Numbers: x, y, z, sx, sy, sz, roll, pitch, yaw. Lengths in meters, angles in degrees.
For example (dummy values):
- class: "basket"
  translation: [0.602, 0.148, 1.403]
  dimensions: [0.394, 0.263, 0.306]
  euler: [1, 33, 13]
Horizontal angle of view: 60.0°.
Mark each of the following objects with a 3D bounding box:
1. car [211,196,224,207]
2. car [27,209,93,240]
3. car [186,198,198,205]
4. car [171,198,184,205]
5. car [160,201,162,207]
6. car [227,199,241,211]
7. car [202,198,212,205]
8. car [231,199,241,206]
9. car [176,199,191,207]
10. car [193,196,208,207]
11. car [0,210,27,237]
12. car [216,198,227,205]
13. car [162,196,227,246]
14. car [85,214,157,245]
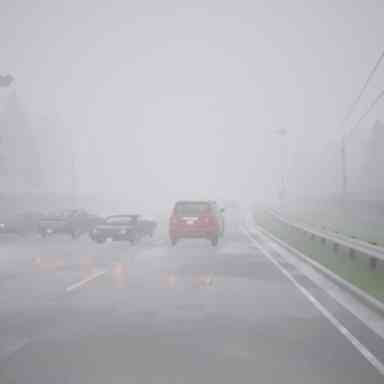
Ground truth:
- class: "car"
  translation: [5.193, 1.919, 66.840]
  dimensions: [2.150, 2.045, 5.566]
  euler: [0, -1, 10]
- class: "car"
  translation: [-6.425, 1.682, 18.355]
  dimensions: [2.128, 1.511, 4.902]
  euler: [0, -1, 10]
- class: "car"
  translation: [0.017, 2.171, 78.247]
  dimensions: [2.128, 1.511, 4.902]
  euler: [0, -1, 10]
- class: "car"
  translation: [-3.434, 2.191, 78.828]
  dimensions: [2.033, 1.411, 5.357]
  euler: [0, -1, 10]
- class: "car"
  translation: [-5.166, 2.184, 68.552]
  dimensions: [1.882, 1.535, 5.008]
  euler: [0, -1, 10]
- class: "car"
  translation: [5.822, 1.863, 48.894]
  dimensions: [2.097, 1.767, 4.553]
  euler: [0, -1, 10]
- class: "car"
  translation: [3.469, 2.165, 77.665]
  dimensions: [1.812, 1.442, 4.674]
  euler: [0, -1, 10]
- class: "car"
  translation: [9.544, 2.287, 71.586]
  dimensions: [2.033, 1.411, 5.357]
  euler: [0, -1, 10]
- class: "car"
  translation: [-1.714, 2.206, 67.970]
  dimensions: [2.128, 1.511, 4.902]
  euler: [0, -1, 10]
- class: "car"
  translation: [1.742, 1.924, 67.421]
  dimensions: [2.150, 2.045, 5.566]
  euler: [0, -1, 10]
- class: "car"
  translation: [-9.744, 1.768, 19.725]
  dimensions: [1.994, 1.385, 4.181]
  euler: [0, -1, 10]
- class: "car"
  translation: [6.920, 2.161, 77.083]
  dimensions: [2.128, 1.511, 4.902]
  euler: [0, -1, 10]
- class: "car"
  translation: [0.371, 1.395, 16.567]
  dimensions: [2.150, 2.045, 5.566]
  euler: [0, -1, 10]
- class: "car"
  translation: [-3.184, 1.773, 16.527]
  dimensions: [1.895, 1.301, 4.718]
  euler: [0, -1, 10]
